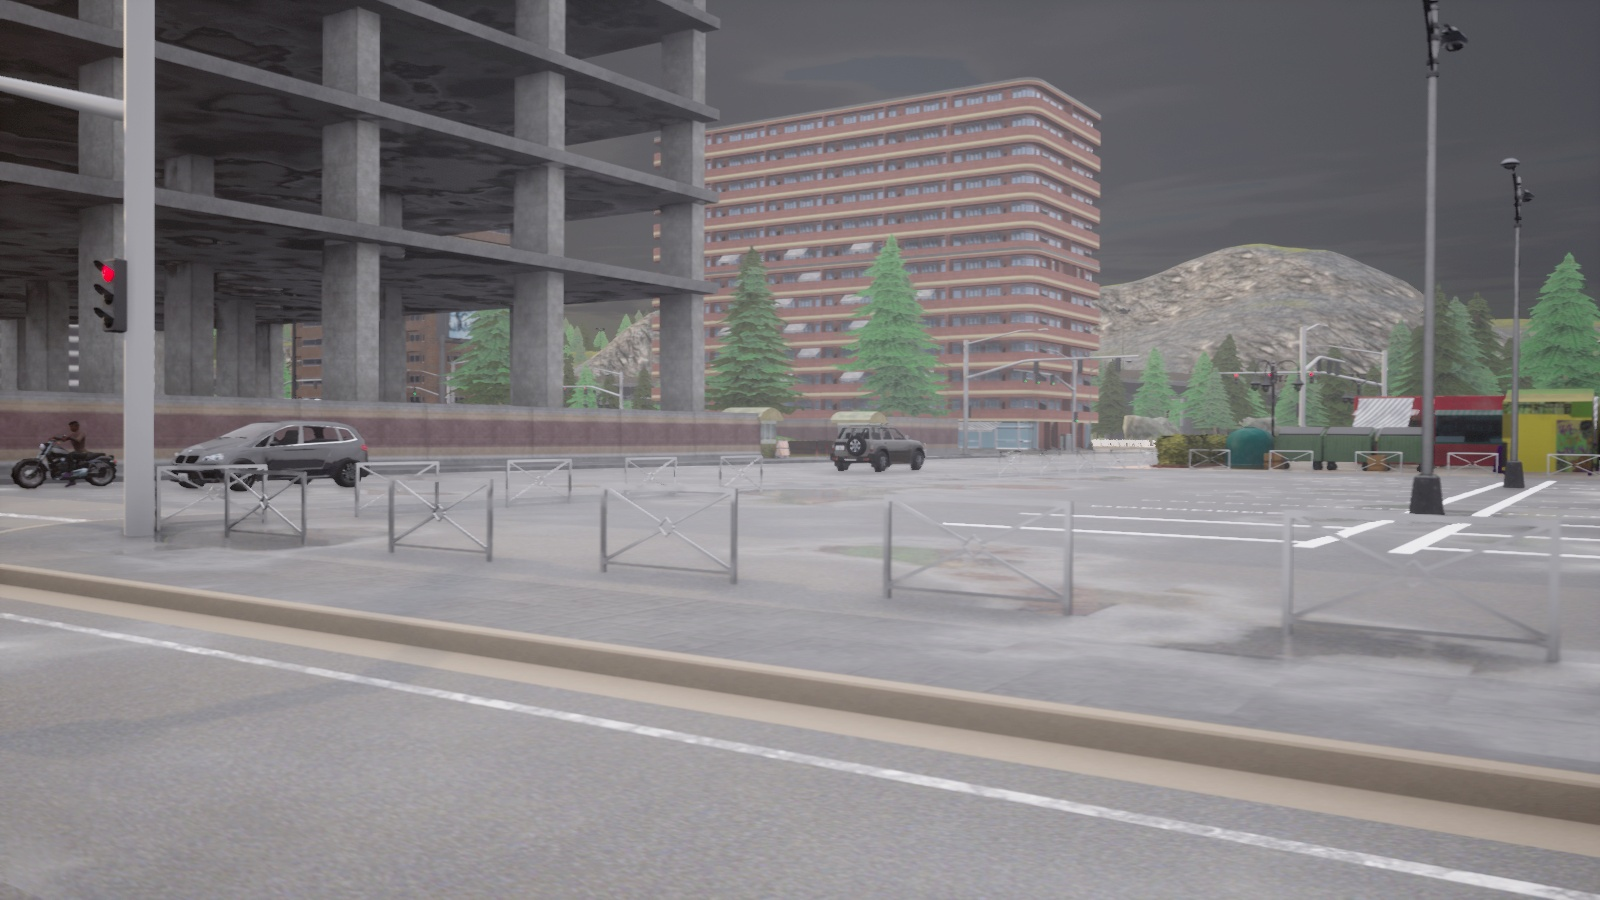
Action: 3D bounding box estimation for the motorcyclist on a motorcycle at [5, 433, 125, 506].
[{"bbox_3d":[-17.465,0.424,29.912,0.766,1.649,2.350,0,1,33],"label":"motorcyclist on a motorcycle"}]

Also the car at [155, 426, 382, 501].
[{"bbox_3d":[-12.826,0.262,30.595,2.242,1.667,4.611,0,1,33],"label":"car"}]

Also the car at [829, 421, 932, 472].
[{"bbox_3d":[3.165,-0.161,48.502,1.932,1.855,4.605,0,1,33],"label":"car"}]
